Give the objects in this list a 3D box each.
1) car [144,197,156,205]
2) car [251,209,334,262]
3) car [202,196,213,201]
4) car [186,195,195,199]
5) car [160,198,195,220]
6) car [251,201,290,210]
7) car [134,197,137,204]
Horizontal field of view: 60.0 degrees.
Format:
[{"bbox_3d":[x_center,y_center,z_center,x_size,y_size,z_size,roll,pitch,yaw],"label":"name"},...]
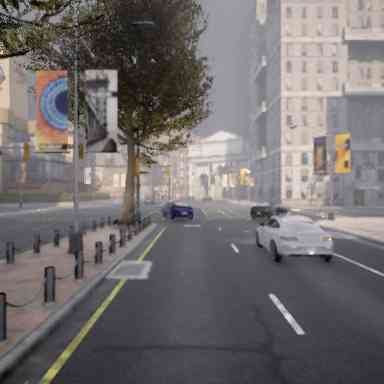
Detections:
[{"bbox_3d":[-8.024,1.677,63.821,2.128,1.511,4.902,0,0,1],"label":"car"},{"bbox_3d":[3.564,1.561,12.182,1.812,1.442,4.674,0,0,0],"label":"car"},{"bbox_3d":[4.160,1.718,88.918,1.994,1.385,4.181,0,0,20],"label":"car"},{"bbox_3d":[-0.410,1.594,88.889,2.128,1.511,4.902,0,0,-8],"label":"car"},{"bbox_3d":[-1.421,1.562,29.355,1.882,1.535,5.008,1,0,-19],"label":"car"},{"bbox_3d":[6.894,1.560,28.756,1.882,1.535,5.008,-1,-1,38],"label":"car"},{"bbox_3d":[-11.519,1.708,63.687,1.812,1.442,4.674,0,0,0],"label":"car"}]
